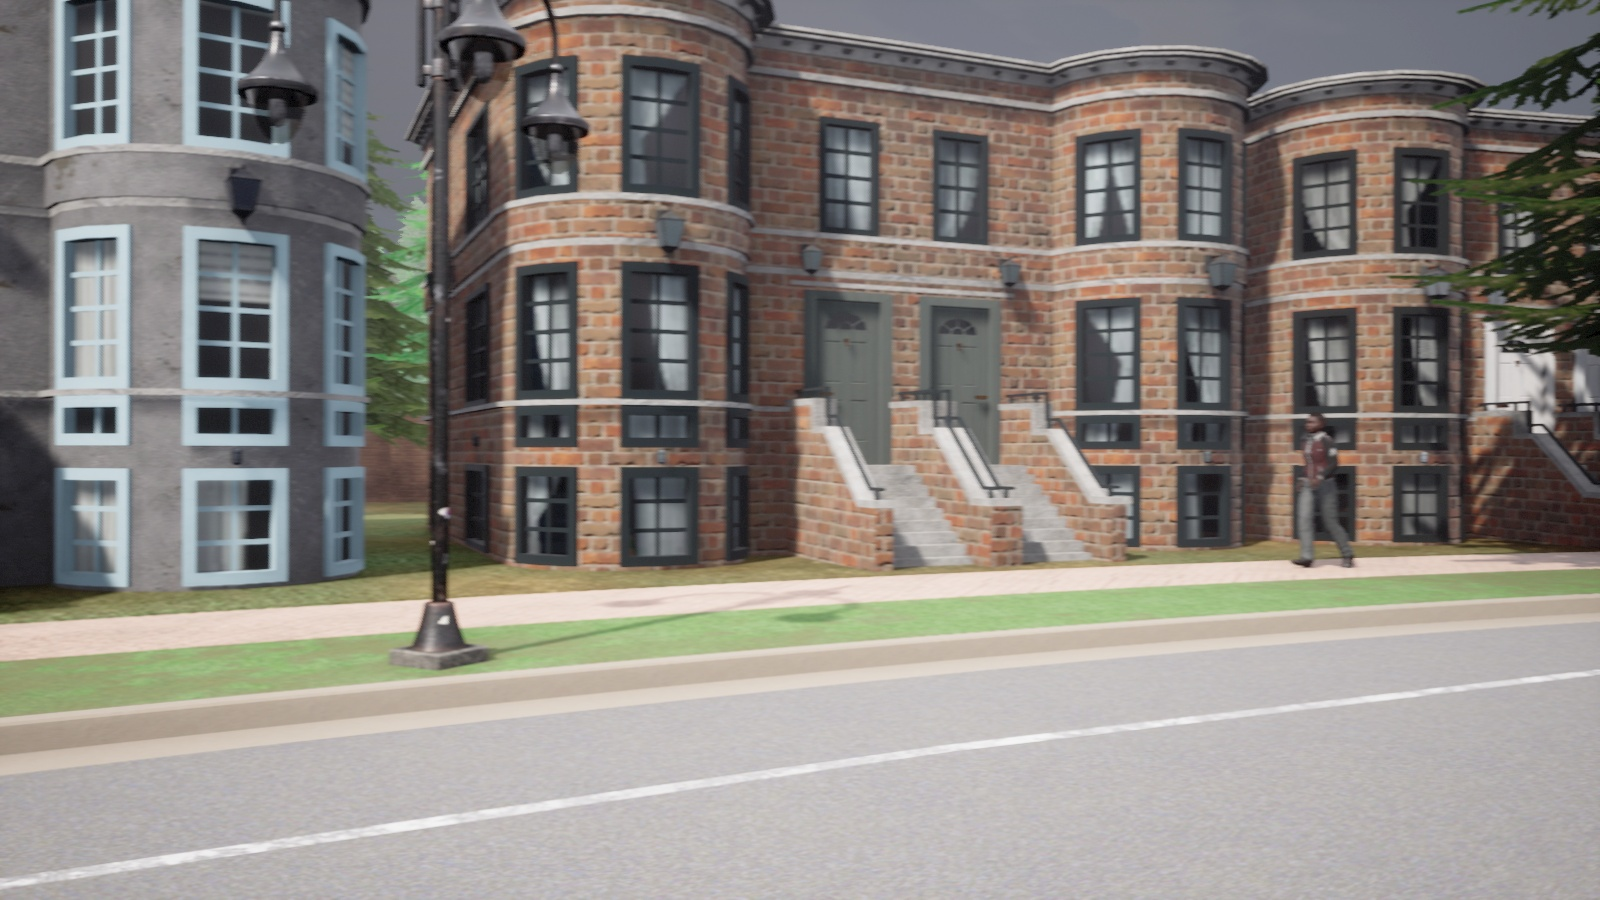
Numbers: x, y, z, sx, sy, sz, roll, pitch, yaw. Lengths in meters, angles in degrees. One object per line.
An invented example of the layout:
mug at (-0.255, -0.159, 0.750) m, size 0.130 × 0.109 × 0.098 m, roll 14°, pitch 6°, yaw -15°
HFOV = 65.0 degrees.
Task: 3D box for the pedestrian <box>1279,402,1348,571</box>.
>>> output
pedestrian at (5.967, 0.416, 14.603) m, size 0.666 × 1.930 × 0.402 m, roll 0°, pitch 0°, yaw -26°
